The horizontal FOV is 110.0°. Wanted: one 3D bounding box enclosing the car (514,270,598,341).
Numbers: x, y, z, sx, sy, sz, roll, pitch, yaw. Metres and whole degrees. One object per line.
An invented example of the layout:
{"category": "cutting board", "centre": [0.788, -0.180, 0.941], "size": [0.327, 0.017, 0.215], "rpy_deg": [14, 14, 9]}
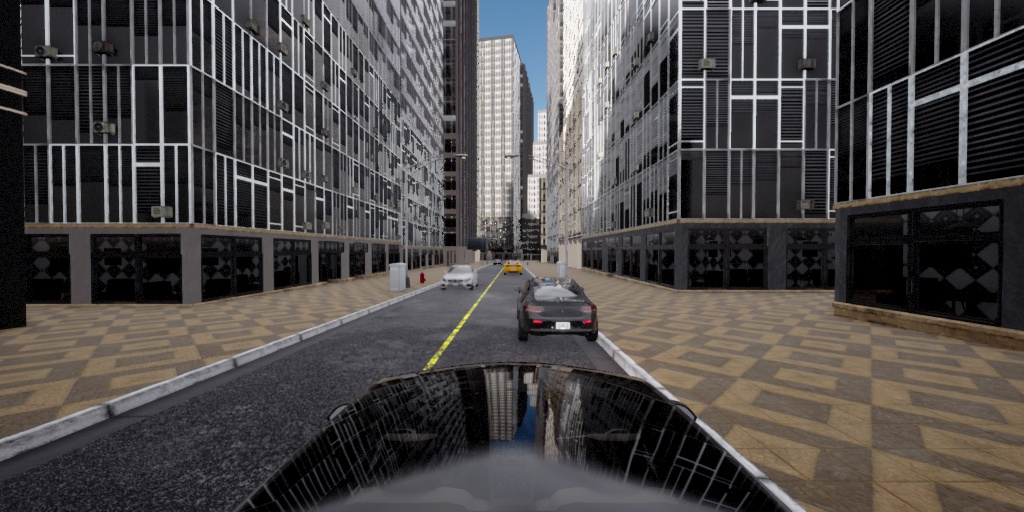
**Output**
{"category": "car", "centre": [1.057, 1.276, 9.724], "size": [1.812, 1.442, 4.674], "rpy_deg": [0, 0, 0]}

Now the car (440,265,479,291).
{"category": "car", "centre": [-3.081, 1.276, 21.798], "size": [1.812, 1.442, 4.674], "rpy_deg": [0, 0, 0]}

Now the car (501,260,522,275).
{"category": "car", "centre": [0.117, 1.237, 39.378], "size": [1.882, 1.535, 5.008], "rpy_deg": [0, 0, 0]}
